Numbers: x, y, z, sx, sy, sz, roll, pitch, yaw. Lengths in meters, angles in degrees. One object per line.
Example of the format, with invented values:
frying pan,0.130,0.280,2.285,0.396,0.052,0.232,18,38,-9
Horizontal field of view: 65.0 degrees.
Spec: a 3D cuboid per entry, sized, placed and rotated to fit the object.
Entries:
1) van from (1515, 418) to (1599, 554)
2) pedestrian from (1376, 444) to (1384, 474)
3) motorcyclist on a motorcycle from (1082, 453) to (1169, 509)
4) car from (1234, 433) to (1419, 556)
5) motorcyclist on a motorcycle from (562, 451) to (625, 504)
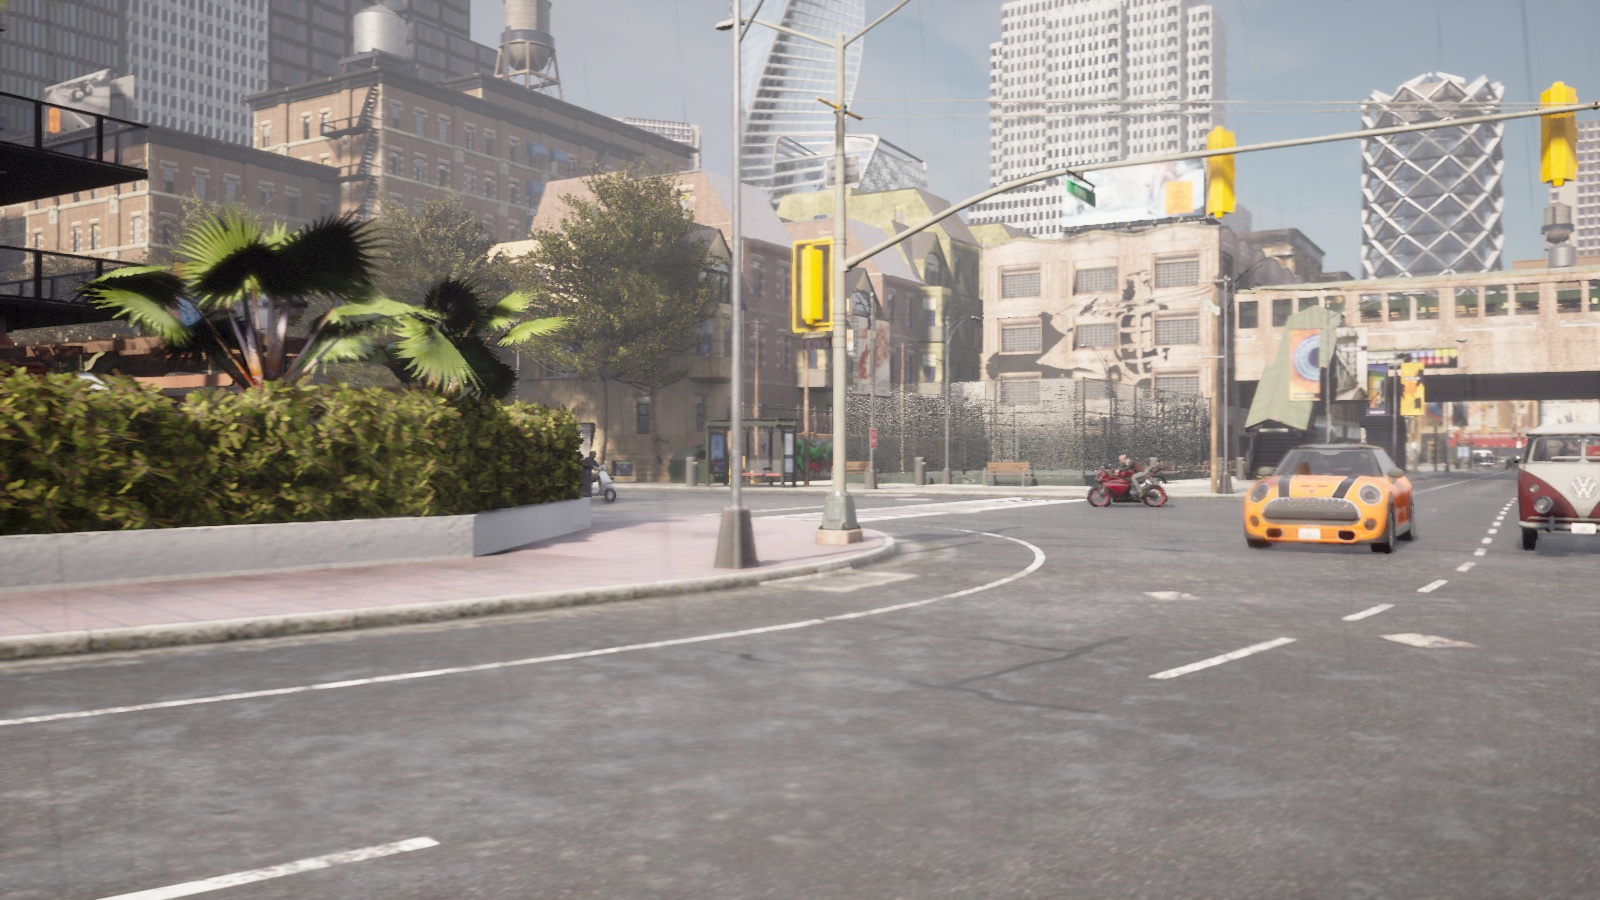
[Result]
van,12.706,0.531,20.359,1.775,1.987,4.442,0,0,32
pedestrian,38.007,0.570,82.264,0.402,1.930,0.666,0,0,33
motorcyclist on a motorcycle,9.130,0.872,35.288,2.191,1.530,0.866,0,-1,1
car,8.729,0.648,20.574,2.097,1.767,4.553,0,0,32
motorcyclist on a motorcycle,-6.424,0.845,39.072,1.817,1.590,0.866,0,0,31
